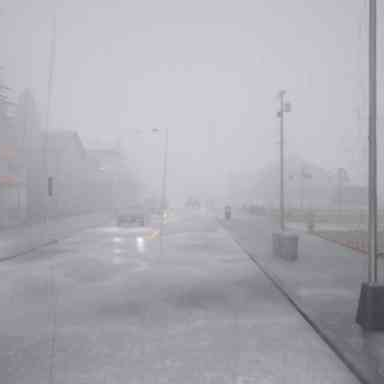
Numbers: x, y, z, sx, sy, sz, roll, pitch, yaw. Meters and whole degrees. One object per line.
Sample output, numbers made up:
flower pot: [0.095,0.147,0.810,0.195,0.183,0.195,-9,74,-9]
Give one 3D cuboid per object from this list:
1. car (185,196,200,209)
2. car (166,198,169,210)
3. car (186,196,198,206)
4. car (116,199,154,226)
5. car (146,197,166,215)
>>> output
car: [0.096,1.385,46.717,2.097,1.767,4.553,0,0,1]
car: [-4.062,1.509,43.942,1.882,1.535,5.008,0,0,0]
car: [-0.011,1.534,58.746,2.128,1.511,4.902,0,0,0]
car: [-4.101,1.522,23.827,1.837,1.490,4.892,0,0,0]
car: [-4.096,1.377,33.869,2.097,1.767,4.553,0,0,0]
